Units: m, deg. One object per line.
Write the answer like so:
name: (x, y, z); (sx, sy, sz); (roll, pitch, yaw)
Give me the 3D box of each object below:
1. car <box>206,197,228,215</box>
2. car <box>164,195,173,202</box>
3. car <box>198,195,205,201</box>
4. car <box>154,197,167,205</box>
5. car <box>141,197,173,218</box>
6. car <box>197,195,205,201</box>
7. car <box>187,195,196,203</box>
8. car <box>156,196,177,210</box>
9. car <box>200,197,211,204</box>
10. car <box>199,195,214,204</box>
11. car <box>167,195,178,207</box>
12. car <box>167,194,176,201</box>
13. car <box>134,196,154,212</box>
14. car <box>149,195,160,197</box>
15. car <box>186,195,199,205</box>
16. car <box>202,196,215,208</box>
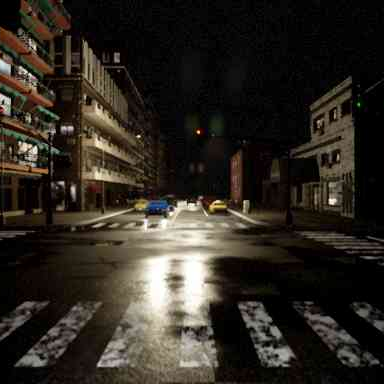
car: (2.656, 1.555, 34.026); (1.752, 1.417, 4.829); (0, 0, 0)
car: (-5.779, 1.560, 83.699); (1.967, 1.590, 4.097); (0, 0, 0)
car: (2.595, 1.659, 89.418); (1.752, 1.417, 4.829); (0, 0, 0)
car: (-5.755, 1.622, 61.542); (2.008, 1.369, 4.403); (0, 0, 0)
car: (-3.133, 1.503, 30.716); (1.882, 1.535, 5.008); (0, 0, 0)
car: (2.589, 1.699, 94.787); (2.008, 1.369, 4.403); (0, 0, 0)
car: (-0.076, 1.457, 70.662); (1.882, 1.535, 5.008); (0, 0, 0)
car: (-3.125, 1.563, 39.994); (1.812, 1.442, 4.674); (0, 0, 0)
car: (2.620, 1.633, 67.091); (2.008, 1.369, 4.403); (0, 0, 0)
car: (2.639, 1.367, 50.474); (2.192, 1.841, 5.009); (0, 0, 0)
car: (-3.129, 1.557, 50.221); (1.837, 1.490, 4.892); (0, 0, 0)
car: (-5.791, 1.464, 94.779); (2.192, 1.841, 5.009); (0, 0, 0)
car: (-5.730, 1.561, 39.215); (1.752, 1.417, 4.829); (0, 0, 0)
car: (-5.742, 1.367, 50.464); (2.192, 1.841, 5.009); (0, 0, 0)
car: (-0.065, 1.616, 60.242); (2.033, 1.411, 5.357); (0, 0, 0)
car: (2.644, 1.625, 44.934); (1.802, 1.307, 4.206); (0, 0, 0)
